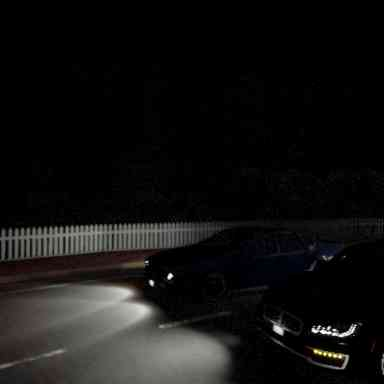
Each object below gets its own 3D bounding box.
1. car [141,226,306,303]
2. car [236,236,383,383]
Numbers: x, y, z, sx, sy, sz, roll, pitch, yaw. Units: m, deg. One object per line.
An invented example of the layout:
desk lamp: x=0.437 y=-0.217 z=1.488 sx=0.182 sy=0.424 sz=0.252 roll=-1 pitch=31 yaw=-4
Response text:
car: x=1.523 y=1.605 z=8.362 sx=5.357 sy=1.411 sz=2.033 roll=1 pitch=0 yaw=-26
car: x=3.330 y=1.564 z=5.280 sx=4.892 sy=1.490 sz=1.837 roll=1 pitch=-1 yaw=-24
